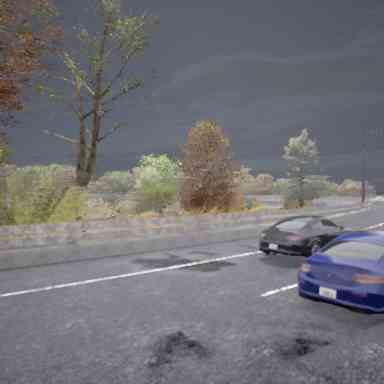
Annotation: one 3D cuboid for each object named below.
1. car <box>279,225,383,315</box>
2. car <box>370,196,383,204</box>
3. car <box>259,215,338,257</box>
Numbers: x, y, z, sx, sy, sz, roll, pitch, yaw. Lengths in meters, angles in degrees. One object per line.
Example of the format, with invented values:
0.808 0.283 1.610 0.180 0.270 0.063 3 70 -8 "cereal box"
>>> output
4.081 1.553 7.129 4.674 1.442 1.812 0 0 -40 "car"
37.243 1.583 66.433 1.812 1.442 4.674 0 0 11 "car"
4.317 1.572 12.071 4.674 1.442 1.812 0 0 -41 "car"
